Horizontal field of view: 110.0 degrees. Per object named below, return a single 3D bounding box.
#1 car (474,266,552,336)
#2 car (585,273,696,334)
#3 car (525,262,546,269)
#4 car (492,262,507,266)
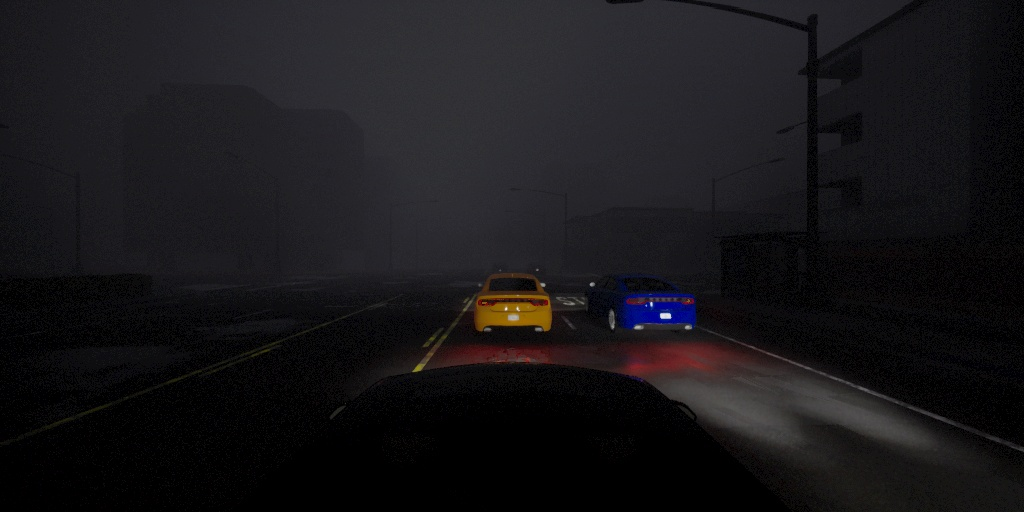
[{"bbox_3d":[0.002,1.228,10.486,1.882,1.535,5.008,0,0,-1],"label":"car"},{"bbox_3d":[3.501,1.228,10.716,1.882,1.535,5.008,0,0,-1],"label":"car"},{"bbox_3d":[2.399,1.354,37.763,1.994,1.385,4.181,0,0,-3],"label":"car"},{"bbox_3d":[-1.545,1.447,45.101,1.895,1.301,4.718,0,-1,-4],"label":"car"}]
